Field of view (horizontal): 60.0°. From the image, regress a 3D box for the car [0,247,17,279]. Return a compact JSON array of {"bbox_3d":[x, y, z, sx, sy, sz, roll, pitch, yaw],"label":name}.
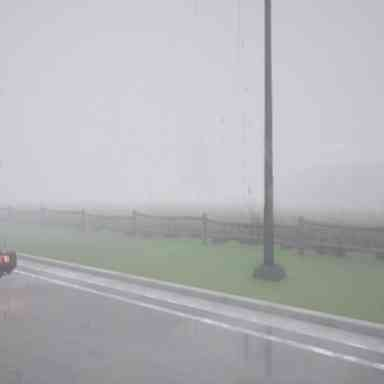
[{"bbox_3d":[-6.677,1.655,8.753,4.718,1.301,1.895,0,0,35],"label":"car"}]
